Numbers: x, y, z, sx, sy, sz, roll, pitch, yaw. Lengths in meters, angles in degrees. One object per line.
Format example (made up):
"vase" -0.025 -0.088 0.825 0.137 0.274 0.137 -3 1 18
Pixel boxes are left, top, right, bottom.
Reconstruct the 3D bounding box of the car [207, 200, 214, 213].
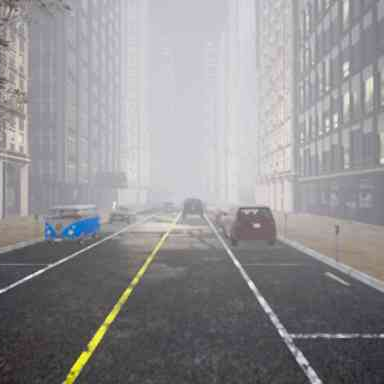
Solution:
"car" 2.697 2.040 44.845 1.752 1.417 4.829 0 -1 0

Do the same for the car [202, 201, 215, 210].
"car" 2.700 2.202 56.071 1.947 1.339 4.313 0 -1 0

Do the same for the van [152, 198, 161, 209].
"van" -5.681 1.977 56.079 1.690 1.788 3.998 0 -1 0

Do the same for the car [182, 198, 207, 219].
"car" 0.104 1.622 34.349 2.150 2.045 5.566 0 0 0

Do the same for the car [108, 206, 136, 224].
"car" -5.688 1.873 27.584 2.008 1.369 4.403 0 -1 0

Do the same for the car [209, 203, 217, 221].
"car" 2.692 1.867 27.580 1.887 1.381 4.507 0 -1 0

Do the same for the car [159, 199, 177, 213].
"car" -3.081 2.028 45.571 1.837 1.490 4.892 0 -1 0

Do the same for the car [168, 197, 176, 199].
"car" -5.671 2.533 90.264 1.887 1.381 4.507 0 -1 0

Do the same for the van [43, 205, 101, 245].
"van" -5.692 1.532 16.194 1.690 1.788 3.998 0 -1 0

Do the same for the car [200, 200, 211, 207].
"car" 2.703 2.321 67.466 1.947 1.339 4.313 0 -1 0

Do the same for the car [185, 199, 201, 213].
"car" 0.099 1.870 45.213 2.097 1.767 4.553 0 -1 0

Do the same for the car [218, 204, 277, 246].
"car" 2.688 1.506 16.187 2.192 1.841 5.009 0 -1 0

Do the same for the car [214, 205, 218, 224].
"car" 2.691 1.784 22.052 1.752 1.417 4.829 0 -1 0
